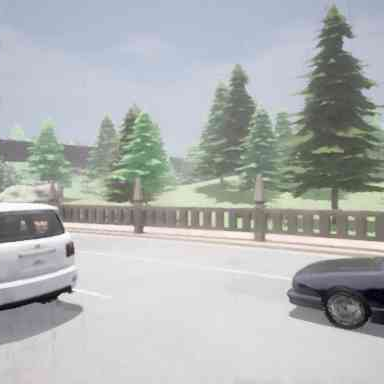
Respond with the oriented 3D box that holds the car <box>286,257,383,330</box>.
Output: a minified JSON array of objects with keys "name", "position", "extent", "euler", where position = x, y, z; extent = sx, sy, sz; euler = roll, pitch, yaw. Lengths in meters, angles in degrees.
[{"name":"car","position":[4.313,1.514,5.109],"extent":[5.357,1.411,2.033],"euler":[0,0,35]}]

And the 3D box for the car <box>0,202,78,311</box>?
[{"name":"car","position":[-4.818,1.236,6.850],"extent":[5.566,2.045,2.150],"euler":[0,0,31]}]
